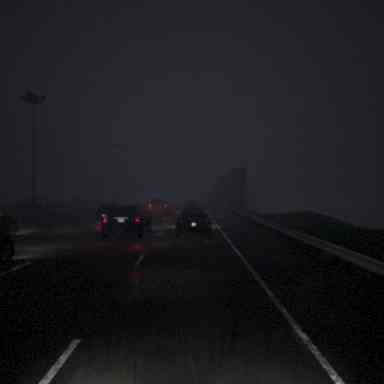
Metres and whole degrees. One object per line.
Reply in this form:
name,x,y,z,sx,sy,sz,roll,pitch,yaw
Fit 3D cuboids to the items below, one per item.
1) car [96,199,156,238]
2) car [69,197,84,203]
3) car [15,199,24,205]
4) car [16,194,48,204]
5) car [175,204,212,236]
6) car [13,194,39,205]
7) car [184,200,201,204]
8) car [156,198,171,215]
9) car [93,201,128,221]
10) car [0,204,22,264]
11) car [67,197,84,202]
car,-3.418,1.409,18.178,2.097,1.767,4.553,0,0,0
car,-27.649,1.853,79.627,1.895,1.301,4.718,0,0,1
car,-10.416,1.408,15.992,2.097,1.767,4.553,0,0,0
car,-24.589,1.395,51.844,2.150,2.045,5.566,0,0,0
car,0.083,1.621,18.913,1.994,1.385,4.181,0,0,0
car,-31.497,1.439,63.477,2.150,2.045,5.566,0,0,1
car,0.068,1.640,38.059,1.812,1.442,4.674,0,0,0
car,-3.436,1.463,35.970,2.097,1.767,4.553,0,0,0
car,-6.929,1.597,28.917,1.837,1.490,4.892,0,0,0
car,-6.908,1.385,9.124,2.097,1.767,4.553,0,0,0
car,-21.041,1.744,60.553,2.033,1.411,5.357,0,0,1
